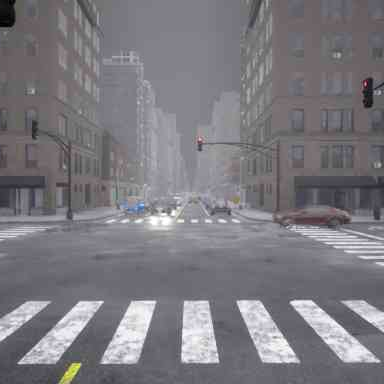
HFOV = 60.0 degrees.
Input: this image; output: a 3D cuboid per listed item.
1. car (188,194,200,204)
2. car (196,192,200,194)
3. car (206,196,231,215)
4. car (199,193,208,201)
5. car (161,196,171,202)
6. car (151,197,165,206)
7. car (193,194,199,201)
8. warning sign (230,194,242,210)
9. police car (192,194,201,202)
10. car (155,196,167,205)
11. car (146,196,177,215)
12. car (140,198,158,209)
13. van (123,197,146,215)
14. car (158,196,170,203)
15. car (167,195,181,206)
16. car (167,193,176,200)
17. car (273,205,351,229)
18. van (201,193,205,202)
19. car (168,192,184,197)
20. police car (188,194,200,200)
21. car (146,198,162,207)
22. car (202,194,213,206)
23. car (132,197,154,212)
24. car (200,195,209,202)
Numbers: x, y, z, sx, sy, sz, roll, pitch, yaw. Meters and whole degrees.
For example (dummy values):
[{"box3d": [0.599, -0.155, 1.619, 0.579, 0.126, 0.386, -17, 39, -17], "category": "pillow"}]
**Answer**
[{"box3d": [0.193, 1.603, 62.987, 1.895, 1.301, 4.718, 0, 0, 0], "category": "car"}, {"box3d": [0.224, 1.292, 72.961, 1.882, 1.535, 5.008, 0, 0, 0], "category": "car"}, {"box3d": [2.768, 1.442, 33.389, 1.967, 1.590, 4.097, 0, 0, 0], "category": "car"}, {"box3d": [2.926, 1.310, 84.412, 2.192, 1.841, 5.009, 0, 0, 0], "category": "car"}, {"box3d": [-5.634, 1.544, 73.091, 1.887, 1.381, 4.507, 0, 0, 0], "category": "car"}, {"box3d": [-5.687, 1.569, 56.087, 1.947, 1.339, 4.313, 0, 0, 0], "category": "car"}, {"box3d": [1.062, 1.449, 89.580, 1.801, 1.575, 5.366, 0, 0, 0], "category": "car"}, {"box3d": [5.188, 1.118, 39.376, 1.300, 1.860, 1.060, 0, 0, 0], "category": "warning sign"}, {"box3d": [1.040, 1.422, 79.485, 1.930, 1.638, 5.238, 0, 0, -1], "category": "police car"}, {"box3d": [-5.670, 1.528, 61.585, 1.752, 1.417, 4.829, 0, 0, 0], "category": "car"}, {"box3d": [-3.003, 1.494, 33.555, 2.128, 1.511, 4.902, 0, 0, 0], "category": "car"}, {"box3d": [-5.722, 1.569, 44.750, 1.947, 1.339, 4.313, 0, 0, 0], "category": "car"}, {"box3d": [-5.758, 1.343, 33.413, 1.690, 1.788, 3.998, 0, 0, 0], "category": "van"}, {"box3d": [-5.652, 1.567, 67.423, 1.947, 1.339, 4.313, 0, 0, 0], "category": "car"}, {"box3d": [-2.966, 1.495, 43.800, 2.128, 1.511, 4.902, 0, 0, 0], "category": "car"}, {"box3d": [-5.582, 1.308, 90.096, 2.192, 1.841, 5.009, 0, 0, 0], "category": "car"}, {"box3d": [7.513, 1.530, 21.076, 4.674, 1.442, 1.812, 0, 0, 7], "category": "car"}, {"box3d": [2.838, 1.344, 56.066, 1.690, 1.788, 3.998, 0, 0, 0], "category": "van"}, {"box3d": [-2.920, 1.225, 54.530, 2.150, 2.045, 5.566, 0, 0, 0], "category": "car"}, {"box3d": [0.567, 1.416, 95.408, 1.930, 1.638, 5.238, 0, 0, -16], "category": "police car"}, {"box3d": [-5.705, 1.586, 50.418, 1.802, 1.307, 4.206, 0, 0, 0], "category": "car"}, {"box3d": [2.803, 1.444, 44.727, 1.967, 1.590, 4.097, 0, 0, 0], "category": "car"}, {"box3d": [-5.740, 1.443, 39.082, 1.967, 1.590, 4.097, 0, 0, 0], "category": "car"}, {"box3d": [2.909, 1.438, 78.743, 1.967, 1.590, 4.097, 0, 0, 0], "category": "car"}]
